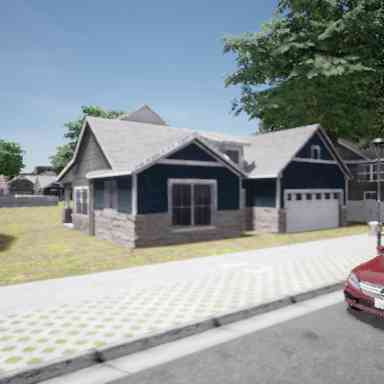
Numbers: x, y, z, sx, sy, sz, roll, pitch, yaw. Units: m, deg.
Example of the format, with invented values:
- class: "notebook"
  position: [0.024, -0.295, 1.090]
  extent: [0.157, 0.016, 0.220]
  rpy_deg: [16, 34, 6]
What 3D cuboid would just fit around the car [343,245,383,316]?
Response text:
- class: "car"
  position: [4.937, 1.522, 6.596]
  extent: [4.674, 1.442, 1.812]
  rpy_deg: [0, 0, -36]
